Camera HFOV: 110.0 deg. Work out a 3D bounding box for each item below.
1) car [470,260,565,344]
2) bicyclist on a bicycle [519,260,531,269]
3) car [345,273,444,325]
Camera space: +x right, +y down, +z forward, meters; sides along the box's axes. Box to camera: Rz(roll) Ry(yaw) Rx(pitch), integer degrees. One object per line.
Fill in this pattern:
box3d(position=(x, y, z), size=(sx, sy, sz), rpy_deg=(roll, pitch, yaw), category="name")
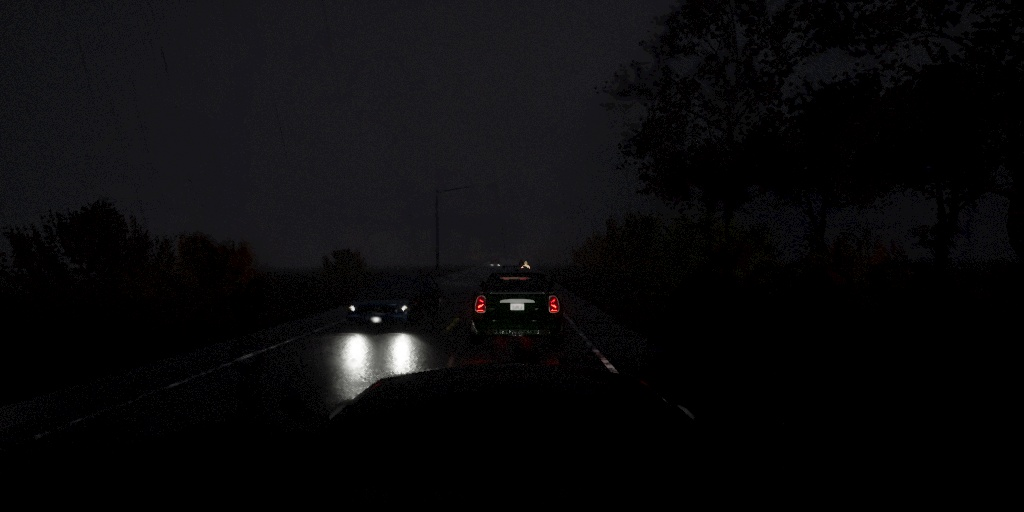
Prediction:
box3d(position=(0.115, 1.099, 9.751), size=(2.097, 1.767, 4.553), rpy_deg=(0, 0, 0), category="car")
box3d(position=(0.982, 1.177, 25.574), size=(0.866, 1.612, 1.509), rpy_deg=(0, 0, 1), category="bicyclist on a bicycle")
box3d(position=(-3.574, 1.293, 12.095), size=(2.033, 1.411, 5.357), rpy_deg=(0, 0, 0), category="car")
